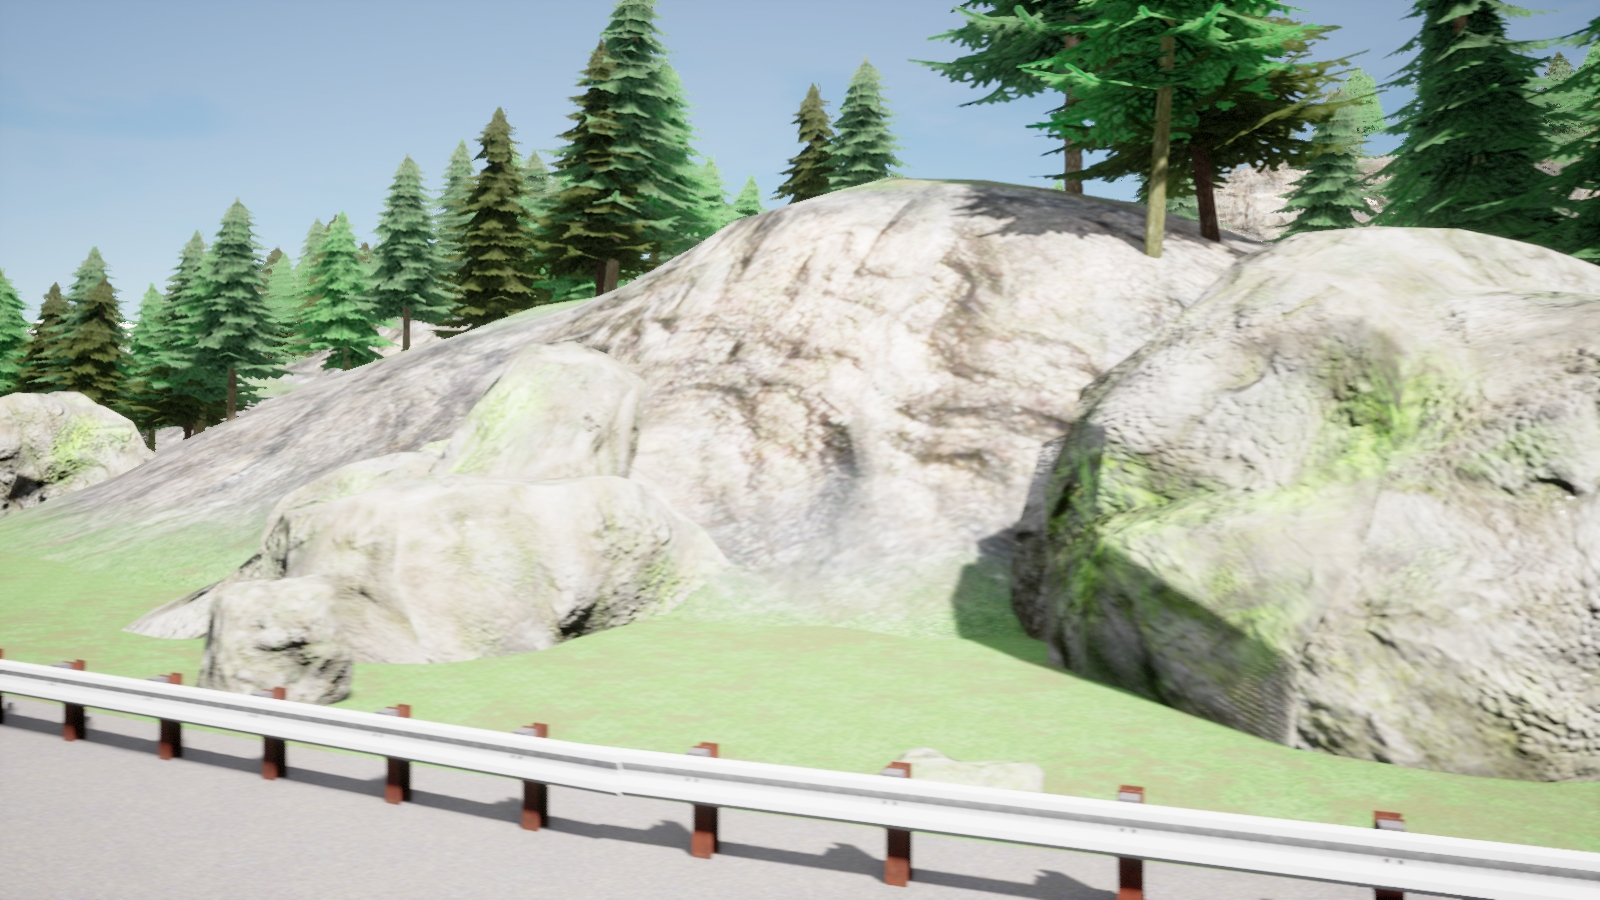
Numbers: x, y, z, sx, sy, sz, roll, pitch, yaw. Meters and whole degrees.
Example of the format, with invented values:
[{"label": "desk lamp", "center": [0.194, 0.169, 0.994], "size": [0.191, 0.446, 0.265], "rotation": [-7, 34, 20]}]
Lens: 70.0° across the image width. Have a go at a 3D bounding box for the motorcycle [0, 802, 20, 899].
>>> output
[{"label": "motorcycle", "center": [-4.537, 2.177, 5.088], "size": [2.033, 1.217, 0.803], "rotation": [0, 0, 24]}]
